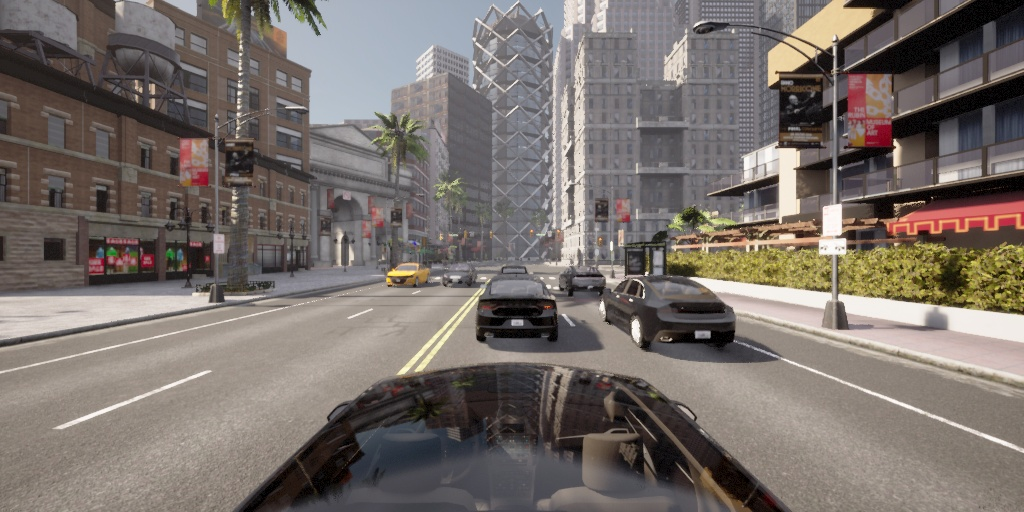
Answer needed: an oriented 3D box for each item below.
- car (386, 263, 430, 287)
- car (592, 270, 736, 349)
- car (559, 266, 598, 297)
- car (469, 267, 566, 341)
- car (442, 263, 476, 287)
[{"bbox_3d":[-6.995,1.243,24.570,1.882,1.535,5.008,0,0,0],"label":"car"},{"bbox_3d":[3.611,1.254,9.212,1.837,1.490,4.892,0,0,0],"label":"car"},{"bbox_3d":[3.605,1.241,18.934,2.128,1.511,4.902,0,0,0],"label":"car"},{"bbox_3d":[0.110,1.228,9.884,1.882,1.535,5.008,0,0,0],"label":"car"},{"bbox_3d":[-3.495,1.251,24.560,2.128,1.511,4.902,0,0,0],"label":"car"}]
